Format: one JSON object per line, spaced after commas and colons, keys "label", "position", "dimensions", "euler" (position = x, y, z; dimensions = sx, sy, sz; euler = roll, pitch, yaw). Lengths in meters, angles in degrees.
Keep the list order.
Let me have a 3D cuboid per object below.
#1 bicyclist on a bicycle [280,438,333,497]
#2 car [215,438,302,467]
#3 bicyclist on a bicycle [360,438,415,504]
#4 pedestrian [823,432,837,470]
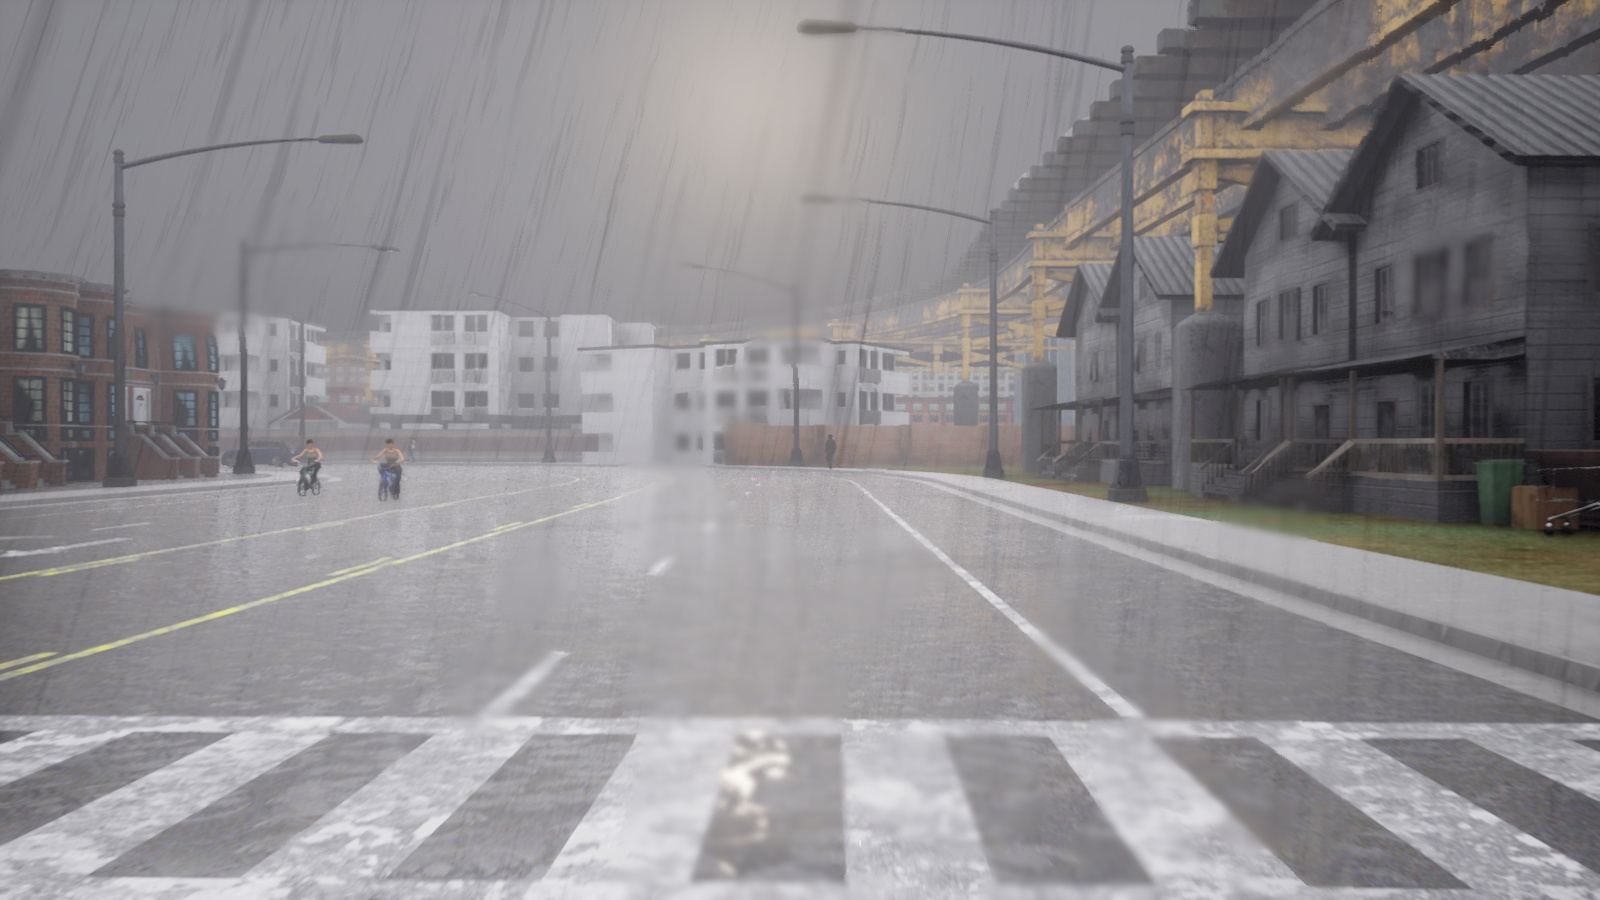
{"label": "bicyclist on a bicycle", "position": [-13.777, 0.474, 35.068], "dimensions": [0.866, 1.612, 1.509], "euler": [0, 0, 1]}
{"label": "car", "position": [-33.872, 0.135, 78.544], "dimensions": [4.553, 1.767, 2.097], "euler": [0, 0, 6]}
{"label": "bicyclist on a bicycle", "position": [-10.302, 0.498, 31.392], "dimensions": [0.866, 1.612, 1.509], "euler": [0, 0, 0]}
{"label": "pedestrian", "position": [1.514, 0.045, 63.499], "dimensions": [0.395, 1.930, 0.692], "euler": [0, 0, -25]}
